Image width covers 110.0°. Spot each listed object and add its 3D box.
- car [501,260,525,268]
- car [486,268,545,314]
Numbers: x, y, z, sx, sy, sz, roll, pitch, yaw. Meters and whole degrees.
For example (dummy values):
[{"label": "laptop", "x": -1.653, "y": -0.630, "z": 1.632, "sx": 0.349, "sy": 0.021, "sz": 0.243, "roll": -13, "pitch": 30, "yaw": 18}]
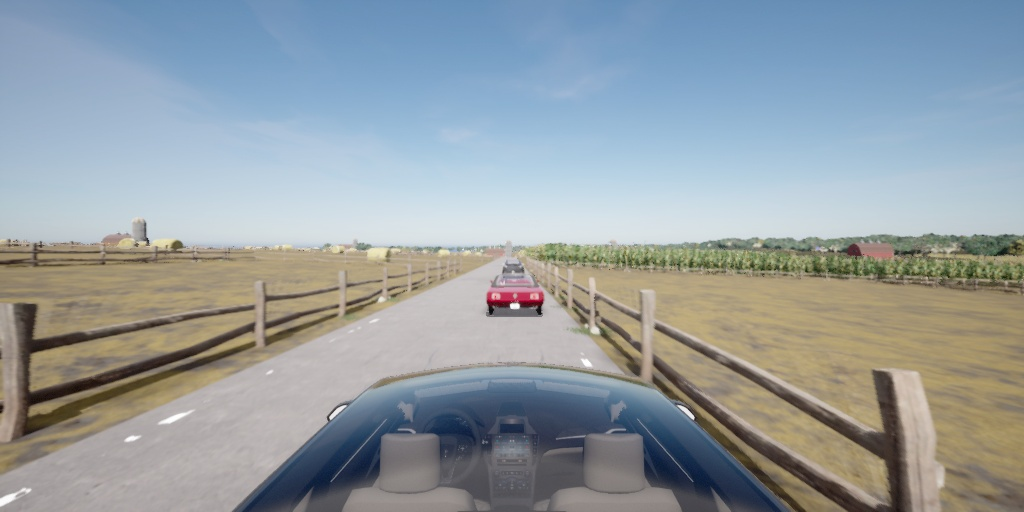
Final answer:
[{"label": "car", "x": 0.105, "y": 1.054, "z": 31.465, "sx": 2.128, "sy": 1.511, "sz": 4.902, "roll": 0, "pitch": 0, "yaw": 0}, {"label": "car", "x": 0.095, "y": 1.283, "z": 13.472, "sx": 1.895, "sy": 1.301, "sz": 4.718, "roll": 0, "pitch": 0, "yaw": 0}]
